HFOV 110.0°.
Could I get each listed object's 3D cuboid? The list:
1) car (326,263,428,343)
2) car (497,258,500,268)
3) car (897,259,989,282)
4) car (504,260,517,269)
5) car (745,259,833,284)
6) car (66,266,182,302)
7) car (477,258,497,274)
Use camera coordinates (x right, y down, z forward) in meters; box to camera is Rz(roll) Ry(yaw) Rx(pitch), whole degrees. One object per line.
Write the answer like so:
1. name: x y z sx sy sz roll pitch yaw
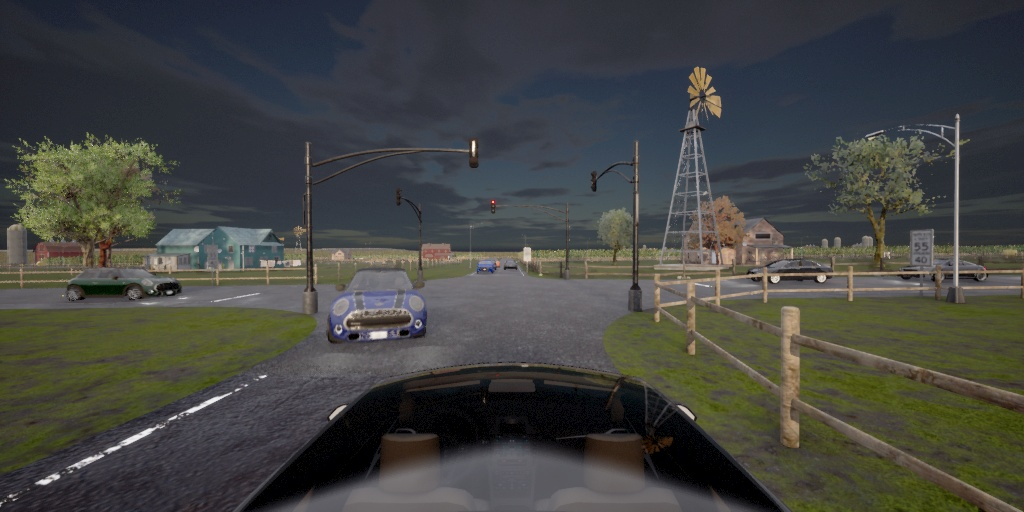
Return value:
1. car: -3.540 1.099 9.796 2.097 1.767 4.553 0 0 -18
2. car: -3.122 1.293 51.886 2.033 1.411 5.357 0 0 -1
3. car: 27.542 0.885 23.028 4.181 1.385 1.994 -1 1 0
4. car: -0.204 1.309 54.895 1.994 1.385 4.181 0 0 0
5. car: 17.684 0.957 22.984 4.892 1.490 1.837 -1 1 0
6. car: -20.507 1.391 19.100 4.553 1.767 2.097 -1 1 0
7. car: -3.051 1.222 41.982 1.882 1.535 5.008 0 0 -1
